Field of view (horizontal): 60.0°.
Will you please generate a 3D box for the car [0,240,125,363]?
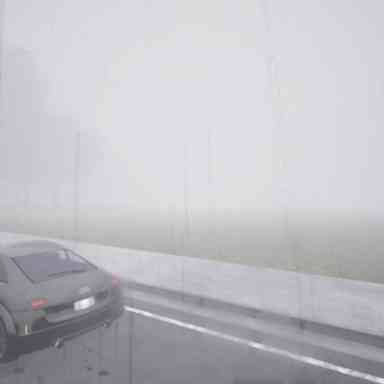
[{"bbox_3d":[-3.173,1.575,5.942,4.181,1.385,1.994,0,0,35],"label":"car"}]
